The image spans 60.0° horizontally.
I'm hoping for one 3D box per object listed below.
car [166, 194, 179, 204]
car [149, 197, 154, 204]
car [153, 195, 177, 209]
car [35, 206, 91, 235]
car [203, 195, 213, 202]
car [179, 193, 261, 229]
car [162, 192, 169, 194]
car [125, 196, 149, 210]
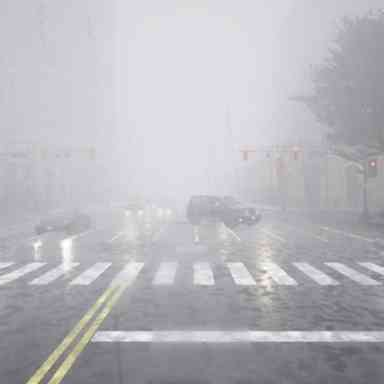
[{"bbox_3d":[-3.513,1.544,65.655,2.033,1.411,5.357,0,0,1],"label":"car"},{"bbox_3d":[-7.095,1.561,58.522,1.994,1.385,4.181,0,0,0],"label":"car"},{"bbox_3d":[-3.613,1.490,45.264,2.128,1.511,4.902,0,0,0],"label":"car"},{"bbox_3d":[-7.095,1.524,18.823,1.812,1.442,4.674,0,0,0],"label":"car"},{"bbox_3d":[3.651,1.521,78.496,2.128,1.511,4.902,0,0,1],"label":"car"},{"bbox_3d":[1.896,1.220,22.253,2.150,2.045,5.566,-1,1,-42],"label":"car"},{"bbox_3d":[-6.768,1.052,86.607,2.150,2.045,5.566,0,0,1],"label":"car"},{"bbox_3d":[-7.113,1.348,42.075,2.097,1.767,4.553,0,0,0],"label":"car"}]
